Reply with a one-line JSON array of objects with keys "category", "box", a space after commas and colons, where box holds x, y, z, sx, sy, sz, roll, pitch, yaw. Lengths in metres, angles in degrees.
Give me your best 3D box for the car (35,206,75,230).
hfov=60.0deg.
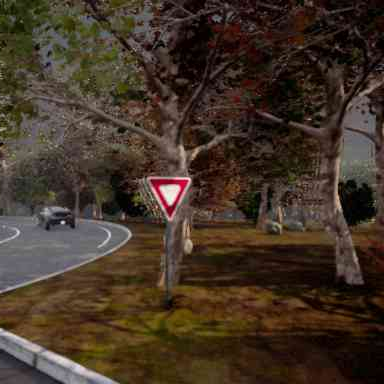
[{"category": "car", "box": [-9.633, 1.728, 23.324, 1.837, 1.490, 4.892, 0, 0, -34]}]
